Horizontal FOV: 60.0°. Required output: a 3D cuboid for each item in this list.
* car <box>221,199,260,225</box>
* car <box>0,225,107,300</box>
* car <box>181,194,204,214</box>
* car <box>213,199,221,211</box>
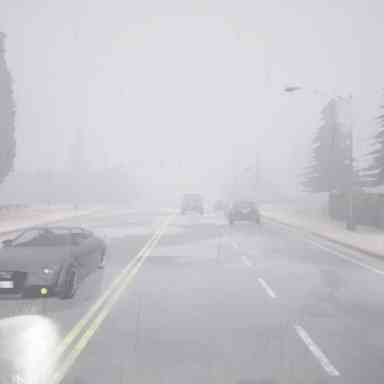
[{"bbox_3d":[3.557,1.322,24.178,2.097,1.767,4.553,0,0,0],"label":"car"},{"bbox_3d":[-3.504,1.554,8.255,1.994,1.385,4.181,0,0,0],"label":"car"},{"bbox_3d":[0.059,1.179,34.489,2.150,2.045,5.566,0,0,0],"label":"car"},{"bbox_3d":[3.583,1.515,39.164,1.994,1.385,4.181,0,0,1],"label":"car"}]
